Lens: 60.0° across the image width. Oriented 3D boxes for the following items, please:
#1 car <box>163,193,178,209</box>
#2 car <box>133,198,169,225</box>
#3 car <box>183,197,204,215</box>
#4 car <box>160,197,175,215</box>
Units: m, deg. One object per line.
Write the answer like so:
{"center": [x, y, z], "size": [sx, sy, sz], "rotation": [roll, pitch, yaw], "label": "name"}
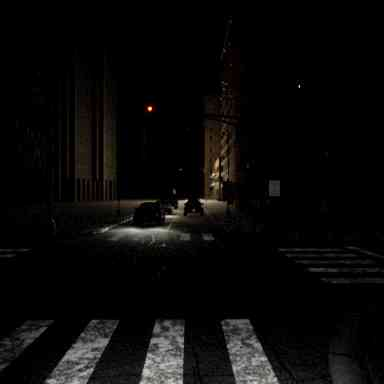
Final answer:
{"center": [-3.007, 1.221, 45.069], "size": [2.150, 2.045, 5.566], "rotation": [0, 0, 1], "label": "car"}
{"center": [-3.056, 1.478, 24.395], "size": [1.882, 1.535, 5.008], "rotation": [0, 0, 0], "label": "car"}
{"center": [0.171, 1.526, 33.451], "size": [1.812, 1.442, 4.674], "rotation": [0, 0, 0], "label": "car"}
{"center": [-3.040, 1.526, 34.359], "size": [1.812, 1.442, 4.674], "rotation": [0, 0, 0], "label": "car"}
